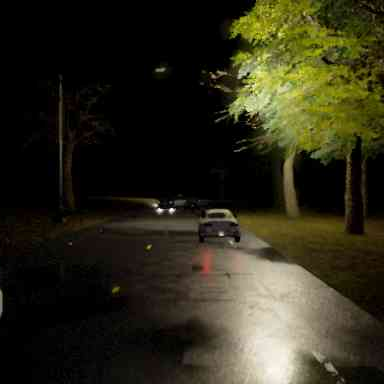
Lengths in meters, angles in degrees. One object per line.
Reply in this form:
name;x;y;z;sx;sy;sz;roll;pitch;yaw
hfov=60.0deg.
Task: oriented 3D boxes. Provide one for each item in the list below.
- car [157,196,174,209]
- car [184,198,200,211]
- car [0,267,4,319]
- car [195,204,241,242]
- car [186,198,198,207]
car;-3.580;1.347;46.146;2.097;1.767;4.553;0;0;0
car;0.063;1.560;41.083;1.994;1.385;4.181;0;0;0
car;-3.602;1.222;2.198;2.150;2.045;5.566;0;0;0
car;1.225;1.524;16.175;1.812;1.442;4.674;0;0;0
car;0.003;1.598;51.169;1.895;1.301;4.718;0;0;0
